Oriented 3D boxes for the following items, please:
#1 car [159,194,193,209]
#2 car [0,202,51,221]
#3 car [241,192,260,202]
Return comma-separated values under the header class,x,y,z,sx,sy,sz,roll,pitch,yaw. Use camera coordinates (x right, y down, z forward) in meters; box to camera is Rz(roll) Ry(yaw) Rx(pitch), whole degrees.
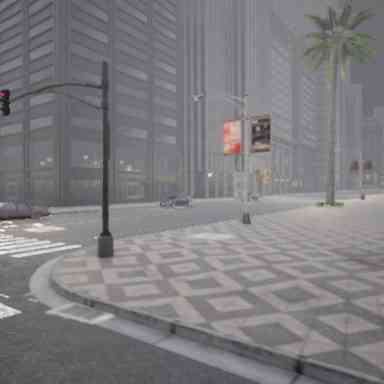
class,x,y,z,sx,sy,sz,roll,pitch,yaw
car,-1.756,1.068,38.246,1.837,1.490,4.892,0,1,36
car,-12.656,1.395,23.096,2.033,1.411,5.357,0,1,36
car,9.342,0.830,53.544,1.837,1.490,4.892,0,1,36
